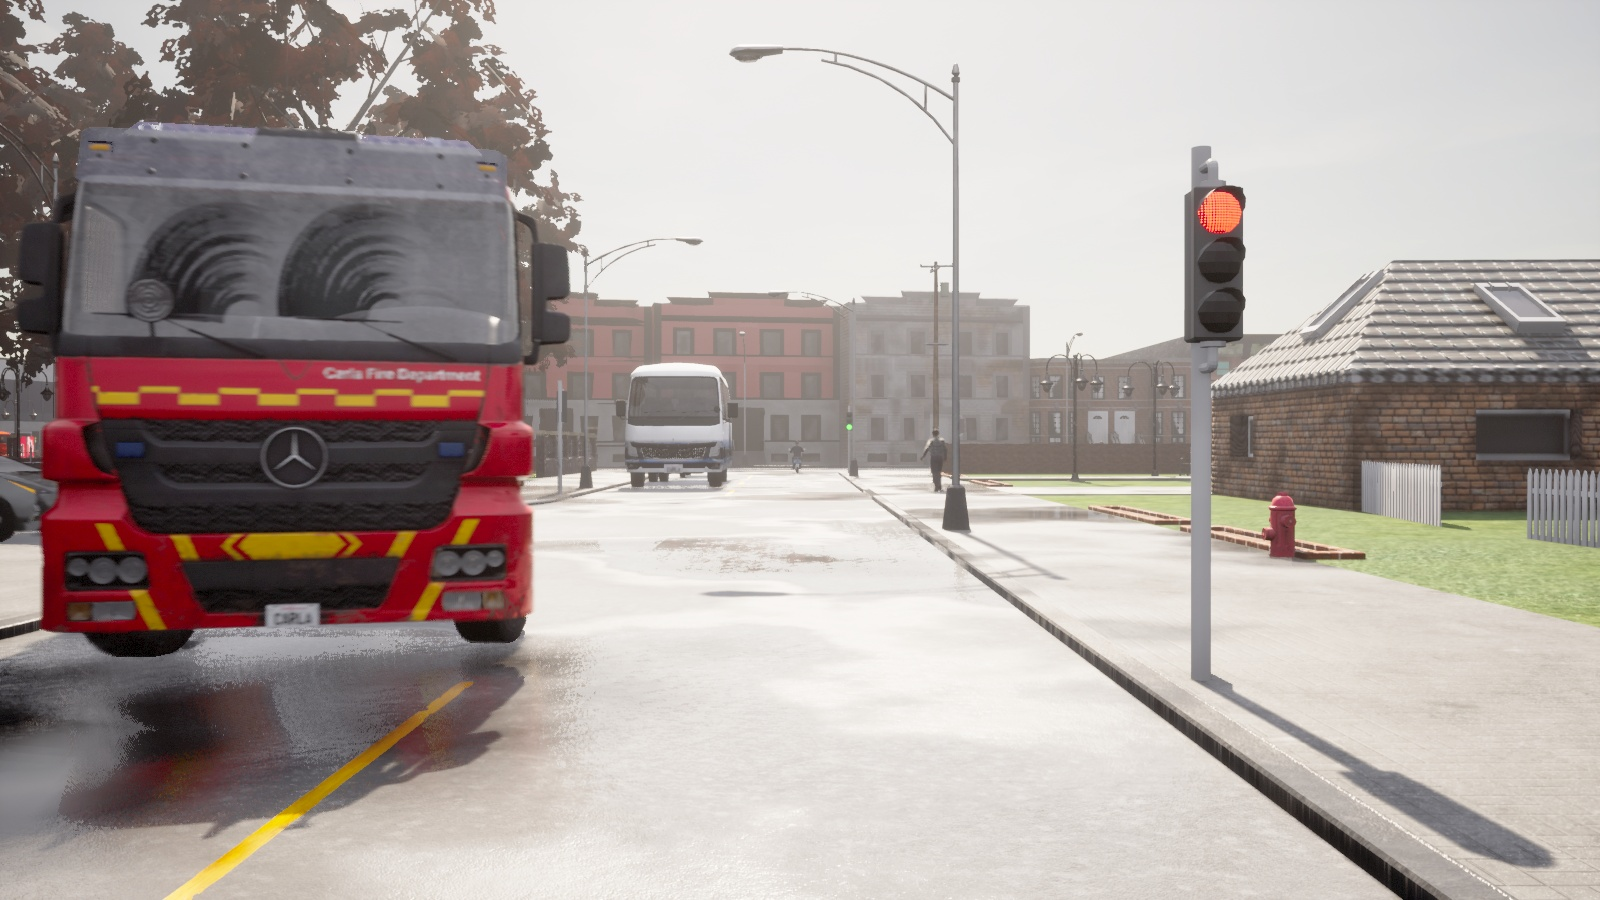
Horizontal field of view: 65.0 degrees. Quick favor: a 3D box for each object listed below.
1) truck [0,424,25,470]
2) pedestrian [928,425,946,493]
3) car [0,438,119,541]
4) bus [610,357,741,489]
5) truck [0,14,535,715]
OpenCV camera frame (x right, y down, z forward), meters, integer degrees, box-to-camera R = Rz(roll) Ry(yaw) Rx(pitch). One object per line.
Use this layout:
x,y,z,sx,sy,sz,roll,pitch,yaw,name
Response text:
-45.834,-0.164,68.737,5.204,2.467,2.627,0,0,0,truck
3.918,0.255,36.021,0.423,1.949,0.788,0,0,-1,pedestrian
-13.402,0.572,19.532,4.514,1.525,2.007,0,0,0,car
-4.227,-0.889,45.382,3.944,4.253,10.273,0,0,-1,bus
-4.028,-0.485,11.304,2.891,3.827,8.468,0,0,-14,truck
